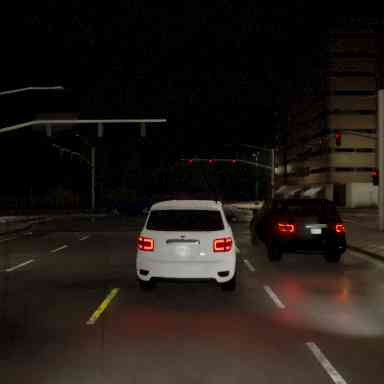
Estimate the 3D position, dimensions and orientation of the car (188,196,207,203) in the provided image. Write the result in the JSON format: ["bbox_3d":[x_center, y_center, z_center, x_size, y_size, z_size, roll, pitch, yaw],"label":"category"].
[{"bbox_3d":[1.275,1.540,71.528,2.033,1.411,5.357,0,0,27],"label":"car"}]

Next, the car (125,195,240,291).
[{"bbox_3d":[0.024,1.221,9.222,2.150,2.045,5.566,0,0,4],"label":"car"}]

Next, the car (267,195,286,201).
[{"bbox_3d":[21.912,1.524,86.309,4.674,1.442,1.812,0,0,-22],"label":"car"}]

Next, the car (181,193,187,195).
[{"bbox_3d":[-2.210,1.221,61.782,2.150,2.045,5.566,0,0,14],"label":"car"}]

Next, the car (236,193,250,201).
[{"bbox_3d":[13.140,1.225,80.799,5.566,2.045,2.150,0,0,-41],"label":"car"}]

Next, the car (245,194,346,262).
[{"bbox_3d":[3.588,1.221,12.245,2.150,2.045,5.566,0,0,0],"label":"car"}]

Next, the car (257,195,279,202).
[{"bbox_3d":[18.268,1.540,80.287,5.357,1.411,2.033,0,0,-33],"label":"car"}]

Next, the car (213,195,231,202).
[{"bbox_3d":[7.277,1.500,79.999,1.837,1.490,4.892,0,0,42],"label":"car"}]

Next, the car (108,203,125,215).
[{"bbox_3d":[-5.850,1.512,33.122,5.008,1.535,1.882,0,0,0],"label":"car"}]

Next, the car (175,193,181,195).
[{"bbox_3d":[-3.297,1.352,51.962,2.097,1.767,4.553,0,0,3],"label":"car"}]
